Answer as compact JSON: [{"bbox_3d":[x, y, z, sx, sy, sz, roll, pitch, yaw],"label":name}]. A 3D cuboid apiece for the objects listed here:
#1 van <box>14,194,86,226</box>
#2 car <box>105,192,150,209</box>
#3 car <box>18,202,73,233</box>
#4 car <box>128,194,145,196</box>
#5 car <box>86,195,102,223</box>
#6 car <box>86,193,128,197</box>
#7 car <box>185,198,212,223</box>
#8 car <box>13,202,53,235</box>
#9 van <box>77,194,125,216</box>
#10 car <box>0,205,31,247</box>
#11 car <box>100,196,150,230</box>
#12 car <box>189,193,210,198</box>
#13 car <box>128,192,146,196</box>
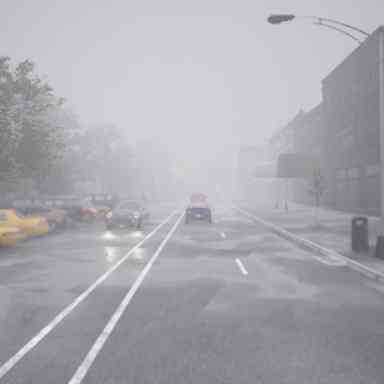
[{"bbox_3d":[-9.262,1.242,21.099,4.442,1.987,1.878,-1,0,-19],"label":"van"},{"bbox_3d":[-8.699,1.100,44.804,5.566,2.045,2.435,-1,1,-19],"label":"car"},{"bbox_3d":[-9.240,1.504,18.170,4.792,1.488,2.163,-1,0,-19],"label":"car"},{"bbox_3d":[-8.628,1.380,38.978,5.366,1.575,1.946,-1,0,-19],"label":"car"},{"bbox_3d":[-9.124,1.332,24.096,4.553,1.767,2.185,-1,0,-19],"label":"car"},{"bbox_3d":[-9.006,1.182,30.013,5.566,2.045,2.435,-1,1,-19],"label":"car"},{"bbox_3d":[0.481,1.448,25.174,1.882,1.535,5.008,0,0,1],"label":"car"},{"bbox_3d":[-9.451,1.480,15.158,5.366,1.575,1.946,-1,0,-19],"label":"car"},{"bbox_3d":[-9.023,1.195,32.940,4.442,1.987,1.878,-1,1,-19],"label":"van"},{"bbox_3d":[-9.157,1.480,12.311,5.366,1.575,1.946,-1,0,-19],"label":"car"},{"bbox_3d":[-3.954,1.332,21.089,2.097,1.767,4.553,0,0,1],"label":"car"},{"bbox_3d":[0.833,1.098,42.895,2.150,2.045,5.566,0,0,1],"label":"car"},{"bbox_3d":[-8.712,1.117,41.876,5.566,2.045,2.435,-1,0,-19],"label":"car"}]
